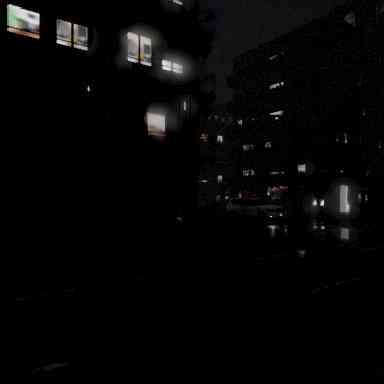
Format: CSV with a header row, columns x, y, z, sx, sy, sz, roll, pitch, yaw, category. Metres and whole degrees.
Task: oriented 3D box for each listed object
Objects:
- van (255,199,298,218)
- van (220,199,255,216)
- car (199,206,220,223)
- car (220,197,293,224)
x,y,z,sx,sy,sz,roll,pitch,yaw,category
8.469,1.603,33.584,1.690,1.788,3.998,-1,0,-36,van
5.146,1.676,38.094,1.690,1.788,3.998,-1,0,-36,van
1.738,1.875,28.655,1.802,1.307,4.206,-1,0,-36,car
5.298,1.472,28.146,2.150,2.045,5.566,0,-1,-36,car
